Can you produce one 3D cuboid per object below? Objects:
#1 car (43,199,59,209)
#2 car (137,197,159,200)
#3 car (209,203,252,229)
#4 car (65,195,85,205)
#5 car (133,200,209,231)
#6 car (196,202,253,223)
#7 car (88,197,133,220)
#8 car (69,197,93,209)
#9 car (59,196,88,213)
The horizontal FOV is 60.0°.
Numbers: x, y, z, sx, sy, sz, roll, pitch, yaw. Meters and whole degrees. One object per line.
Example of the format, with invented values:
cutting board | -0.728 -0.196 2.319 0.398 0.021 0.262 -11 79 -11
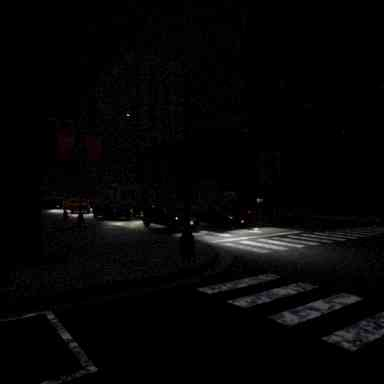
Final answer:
car | -18.395 1.534 44.310 1.895 1.301 4.718 0 0 -35
car | -3.594 1.312 29.227 2.097 1.767 4.553 0 0 -36
car | 1.645 1.500 21.978 1.812 1.442 4.674 0 0 -37
car | -20.824 1.395 59.059 2.128 1.511 4.902 0 0 -36
car | -1.452 1.468 20.688 2.128 1.511 4.902 0 0 -36
car | 2.497 1.565 26.671 1.895 1.301 4.718 0 0 -36
car | -6.867 1.440 28.212 1.882 1.535 5.008 0 0 -36
car | -15.273 1.455 45.528 1.812 1.442 4.674 0 0 -35
car | -12.637 1.425 36.236 1.882 1.535 5.008 0 0 -35
